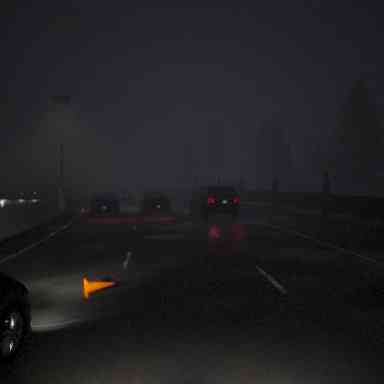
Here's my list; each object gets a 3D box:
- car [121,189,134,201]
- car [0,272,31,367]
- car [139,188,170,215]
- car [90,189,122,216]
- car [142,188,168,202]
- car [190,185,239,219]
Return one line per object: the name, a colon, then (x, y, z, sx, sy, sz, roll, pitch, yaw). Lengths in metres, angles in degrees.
car: (-8.527, 0.354, 41.272, 1.994, 1.385, 4.181, -1, 2, -23)
car: (-3.212, 1.271, 2.671, 2.097, 1.767, 4.553, 0, 2, -1)
car: (-2.845, 0.750, 24.721, 1.882, 1.535, 5.008, 0, 2, -14)
car: (-6.163, 0.784, 23.612, 1.882, 1.535, 5.008, 0, 2, -13)
car: (-4.696, 0.267, 41.220, 1.882, 1.535, 5.008, -1, 2, -22)
car: (1.360, 0.577, 21.906, 2.150, 2.045, 5.566, 0, 2, -12)
